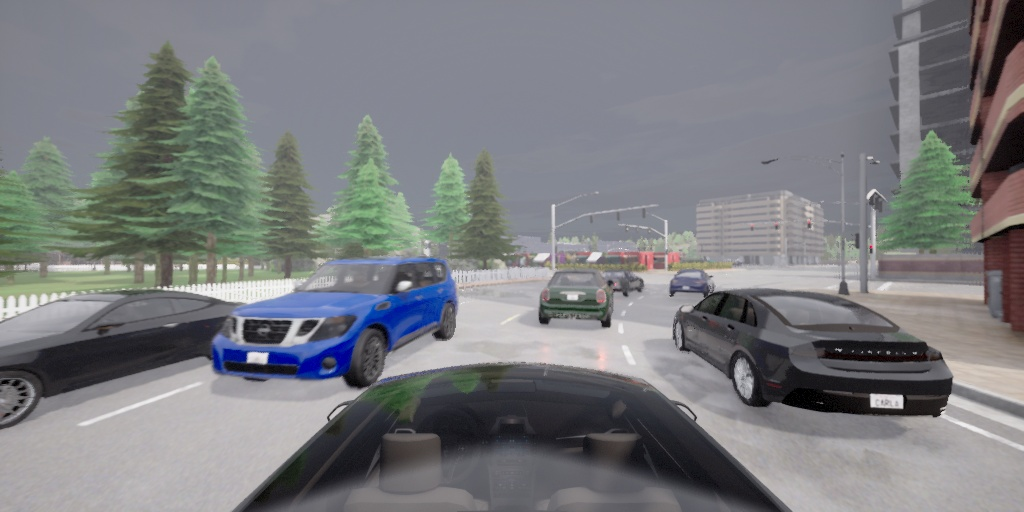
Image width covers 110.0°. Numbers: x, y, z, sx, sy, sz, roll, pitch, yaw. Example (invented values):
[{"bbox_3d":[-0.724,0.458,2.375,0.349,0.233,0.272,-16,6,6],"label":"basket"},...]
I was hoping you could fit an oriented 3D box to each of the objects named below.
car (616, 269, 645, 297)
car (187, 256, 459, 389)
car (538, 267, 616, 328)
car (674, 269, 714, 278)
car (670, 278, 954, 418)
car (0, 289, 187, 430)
[{"bbox_3d":[6.166,1.481,20.682,2.033,1.411,5.357,0,-1,33],"label":"car"},{"bbox_3d":[-2.856,1.023,7.462,2.150,2.045,5.566,0,-1,11],"label":"car"},{"bbox_3d":[2.315,1.202,12.179,2.097,1.767,4.553,0,-1,17],"label":"car"},{"bbox_3d":[10.007,1.454,19.862,1.812,1.442,4.674,0,-1,34],"label":"car"},{"bbox_3d":[4.253,1.298,6.115,1.837,1.490,4.892,-1,-1,9],"label":"car"},{"bbox_3d":[-6.527,1.309,5.782,1.812,1.442,4.674,0,-1,8],"label":"car"}]
